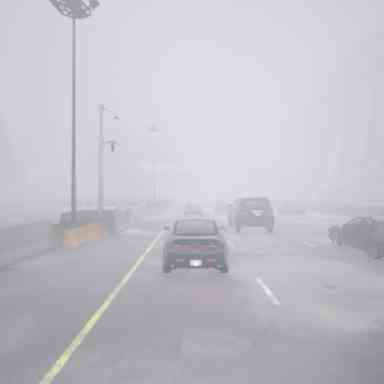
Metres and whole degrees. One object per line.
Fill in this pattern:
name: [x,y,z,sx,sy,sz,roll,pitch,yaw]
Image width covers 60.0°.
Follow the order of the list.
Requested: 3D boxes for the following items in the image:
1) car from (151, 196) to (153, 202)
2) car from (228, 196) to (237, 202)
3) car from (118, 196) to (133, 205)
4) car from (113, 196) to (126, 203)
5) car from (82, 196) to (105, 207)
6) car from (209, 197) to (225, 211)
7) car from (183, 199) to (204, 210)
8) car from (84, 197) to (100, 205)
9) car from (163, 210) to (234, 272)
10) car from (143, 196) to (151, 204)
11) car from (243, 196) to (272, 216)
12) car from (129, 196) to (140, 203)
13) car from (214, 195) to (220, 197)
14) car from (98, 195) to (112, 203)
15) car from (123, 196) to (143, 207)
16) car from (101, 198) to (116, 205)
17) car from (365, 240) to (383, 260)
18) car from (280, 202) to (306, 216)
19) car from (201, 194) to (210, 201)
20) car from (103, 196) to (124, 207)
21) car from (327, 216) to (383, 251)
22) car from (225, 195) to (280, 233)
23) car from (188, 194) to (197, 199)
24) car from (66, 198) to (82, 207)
car: [-10.331,1.764,80.406,1.882,1.535,5.008,0,0,0]
car: [10.735,1.743,88.809,1.812,1.442,4.674,0,1,0]
car: [-13.914,1.684,69.841,2.097,1.767,4.553,0,0,0]
car: [-17.336,1.830,79.856,2.033,1.411,5.357,0,0,0]
car: [-17.491,1.667,59.638,2.097,1.767,4.553,0,0,0]
car: [3.602,1.732,40.292,2.128,1.511,4.902,0,0,0]
car: [0.103,1.752,33.867,2.033,1.411,5.357,0,0,0]
car: [-20.915,1.882,69.745,1.994,1.385,4.181,0,0,0]
car: [0.099,1.573,11.014,1.837,1.490,4.892,0,0,0]
car: [-10.413,1.806,69.975,1.882,1.535,5.008,0,0,0]
car: [7.102,1.441,36.741,2.150,2.045,5.566,0,0,0]
car: [-13.833,1.788,80.238,1.837,1.490,4.892,0,0,0]
car: [7.199,1.856,84.143,1.895,1.301,4.718,0,0,0]
car: [-20.834,1.645,80.044,2.097,1.767,4.553,0,0,0]
car: [-10.491,1.840,59.573,1.812,1.442,4.674,0,0,0]
car: [-17.417,1.883,69.497,1.994,1.385,4.181,0,0,0]
car: [3.608,1.524,2.641,1.837,1.490,4.892,0,0,0]
car: [10.602,1.762,35.801,2.033,1.411,5.357,0,0,0]
car: [3.740,1.716,89.478,1.837,1.490,4.892,0,1,0]
car: [-13.991,1.879,59.590,1.994,1.385,4.181,0,0,0]
car: [7.099,1.624,12.751,2.033,1.411,5.357,0,0,0]
car: [3.601,1.347,20.915,2.150,2.045,5.566,0,0,0]
car: [0.233,1.444,88.502,2.150,2.045,5.566,0,1,0]
car: [-20.989,1.793,59.886,1.882,1.535,5.008,0,0,0]
